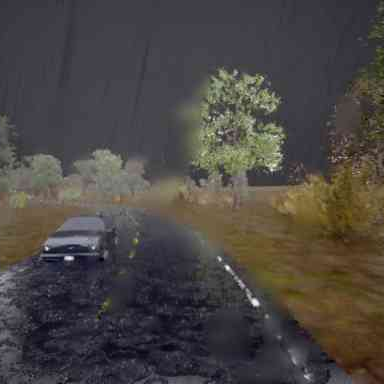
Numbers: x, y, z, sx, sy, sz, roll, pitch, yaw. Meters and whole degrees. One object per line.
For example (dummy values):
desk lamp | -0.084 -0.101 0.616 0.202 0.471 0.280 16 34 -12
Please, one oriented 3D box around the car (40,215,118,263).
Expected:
car | -3.889 1.569 12.432 2.033 1.411 5.357 0 0 -6

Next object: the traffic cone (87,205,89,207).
traffic cone | -16.492 2.088 52.686 0.340 0.580 0.340 0 0 -26
